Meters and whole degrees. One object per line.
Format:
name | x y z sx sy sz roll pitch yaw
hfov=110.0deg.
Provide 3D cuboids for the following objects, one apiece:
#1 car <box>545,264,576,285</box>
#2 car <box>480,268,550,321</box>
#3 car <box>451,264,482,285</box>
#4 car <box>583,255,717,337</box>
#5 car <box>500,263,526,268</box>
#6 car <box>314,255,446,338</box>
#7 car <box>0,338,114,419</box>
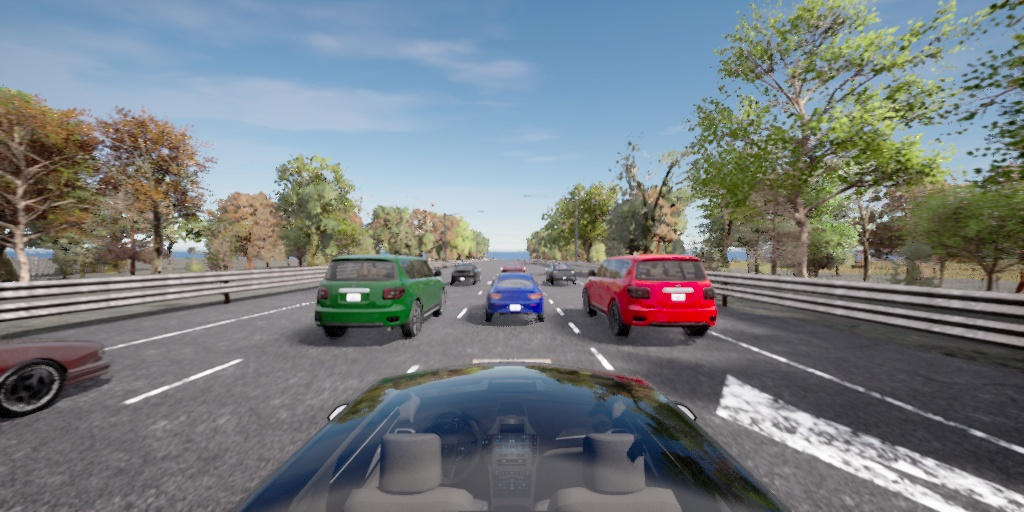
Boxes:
car | 3.594 1.315 26.960 2.128 1.511 4.902 0 0 0
car | 0.092 1.301 12.437 1.812 1.442 4.674 0 0 0
car | -3.407 1.328 27.059 1.837 1.490 4.892 0 0 0
car | 3.599 0.992 10.438 2.150 2.045 5.566 0 0 0
car | 0.093 1.307 28.492 1.882 1.535 5.008 0 0 0
car | -3.401 0.991 10.390 2.150 2.045 5.566 0 0 0
car | -6.905 1.300 2.841 2.033 1.411 5.357 0 0 0
